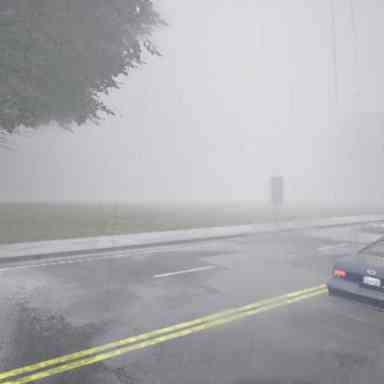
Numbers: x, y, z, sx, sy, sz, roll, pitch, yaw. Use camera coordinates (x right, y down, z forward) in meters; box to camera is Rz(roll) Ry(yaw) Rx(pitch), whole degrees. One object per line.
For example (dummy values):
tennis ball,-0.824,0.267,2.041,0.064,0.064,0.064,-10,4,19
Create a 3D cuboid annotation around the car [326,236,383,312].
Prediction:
car,5.071,1.545,7.057,5.357,1.411,2.033,0,0,-35
